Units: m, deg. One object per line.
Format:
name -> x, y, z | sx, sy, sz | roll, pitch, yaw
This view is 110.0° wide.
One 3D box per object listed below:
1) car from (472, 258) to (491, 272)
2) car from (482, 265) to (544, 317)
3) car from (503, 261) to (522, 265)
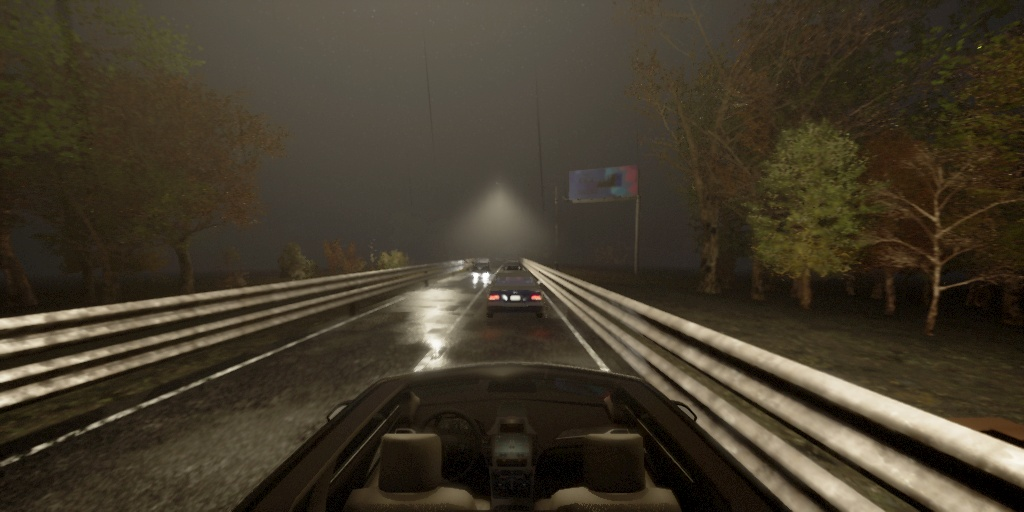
car -> -3.337, 1.008, 40.111 | 2.128, 1.511, 4.902 | 0, 0, 1
car -> 0.090, 1.230, 12.752 | 2.033, 1.411, 5.357 | 0, 0, 0
car -> 0.062, 1.145, 35.398 | 1.895, 1.301, 4.718 | 0, 0, 0
